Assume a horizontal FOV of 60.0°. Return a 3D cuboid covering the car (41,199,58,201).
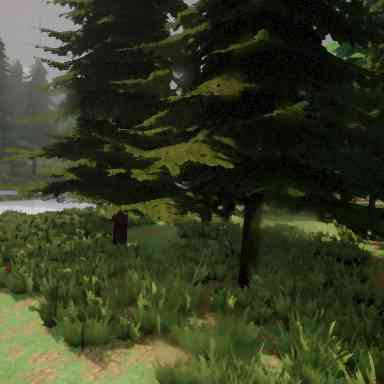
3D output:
[{"bbox_3d":[-9.908,0.074,26.547,1.812,1.442,4.674,5,3,24],"label":"car"}]
